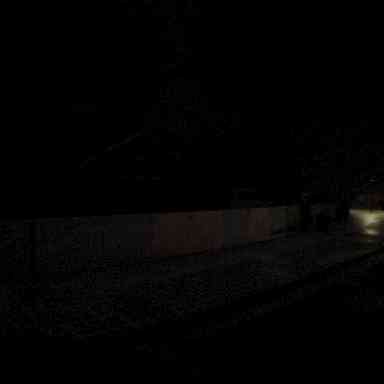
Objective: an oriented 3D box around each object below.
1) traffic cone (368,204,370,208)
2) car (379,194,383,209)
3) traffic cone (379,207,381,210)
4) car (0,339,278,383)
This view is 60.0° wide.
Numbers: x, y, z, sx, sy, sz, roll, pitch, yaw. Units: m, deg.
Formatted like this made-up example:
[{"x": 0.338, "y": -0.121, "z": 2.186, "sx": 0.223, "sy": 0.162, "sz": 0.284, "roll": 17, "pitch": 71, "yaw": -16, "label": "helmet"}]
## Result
[{"x": 25.952, "y": 2.048, "z": 48.672, "sx": 0.340, "sy": 0.580, "sz": 0.340, "roll": 1, "pitch": 0, "yaw": 11, "label": "traffic cone"}, {"x": 26.921, "y": 1.337, "z": 44.460, "sx": 2.150, "sy": 2.045, "sz": 5.566, "roll": 1, "pitch": 0, "yaw": 13, "label": "car"}, {"x": 24.850, "y": 2.054, "z": 43.954, "sx": 0.340, "sy": 0.580, "sz": 0.340, "roll": 1, "pitch": 0, "yaw": 15, "label": "traffic cone"}, {"x": -1.378, "y": 1.506, "z": 1.015, "sx": 4.674, "sy": 1.442, "sz": 1.812, "roll": 0, "pitch": 0, "yaw": -39, "label": "car"}]
